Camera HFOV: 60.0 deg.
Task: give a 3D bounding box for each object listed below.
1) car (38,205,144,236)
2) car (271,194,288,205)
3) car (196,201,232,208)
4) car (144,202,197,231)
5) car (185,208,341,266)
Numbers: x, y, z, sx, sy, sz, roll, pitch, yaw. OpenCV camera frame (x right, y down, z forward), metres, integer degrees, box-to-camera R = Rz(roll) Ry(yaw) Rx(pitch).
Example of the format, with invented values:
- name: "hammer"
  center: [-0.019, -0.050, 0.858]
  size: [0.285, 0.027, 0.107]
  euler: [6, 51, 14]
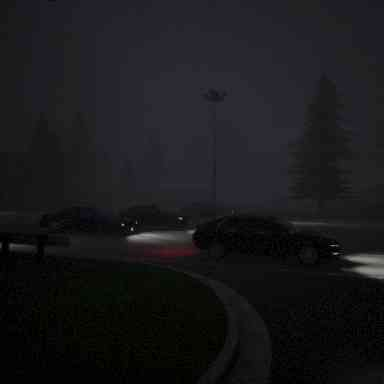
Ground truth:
- name: "car"
  center: [-5.574, 1.500, 17.846]
  size: [5.357, 1.411, 2.033]
  euler: [0, 0, 19]
- name: "car"
  center: [16.015, 1.301, 60.846]
  size: [2.150, 2.045, 5.566]
  euler: [1, 0, 1]
- name: "car"
  center: [1.369, 1.488, 26.586]
  size: [4.902, 1.511, 2.128]
  euler: [0, 0, 19]
- name: "car"
  center: [-2.335, 1.499, 20.446]
  size: [4.674, 1.442, 1.812]
  euler: [0, 0, 19]
- name: "car"
  center: [2.462, 1.512, 11.442]
  size: [4.892, 1.490, 1.837]
  euler: [1, 0, 19]
